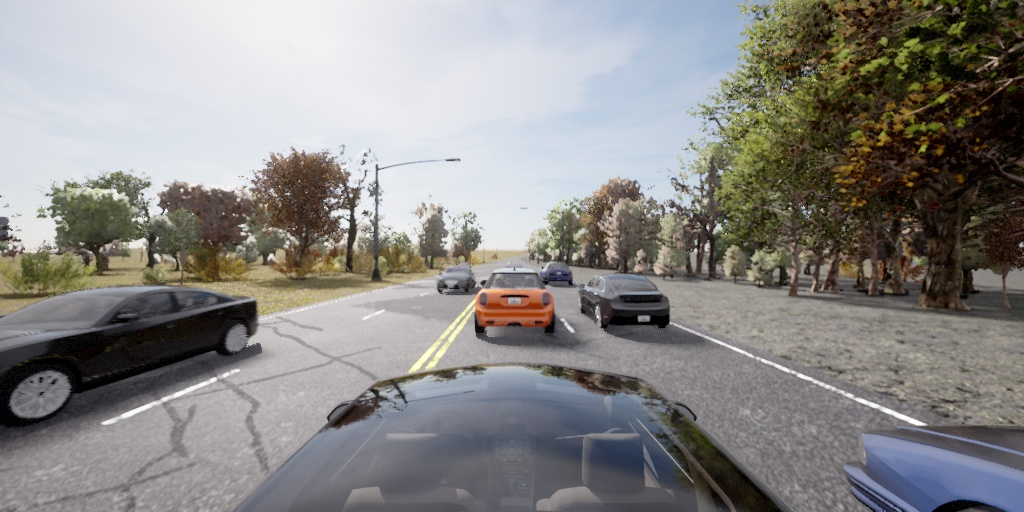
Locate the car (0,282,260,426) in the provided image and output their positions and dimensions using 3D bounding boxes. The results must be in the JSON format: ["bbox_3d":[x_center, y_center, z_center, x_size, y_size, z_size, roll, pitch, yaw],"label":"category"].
[{"bbox_3d":[-6.597,1.253,5.947,1.882,1.535,5.008,0,0,0],"label":"car"}]

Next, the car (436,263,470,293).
[{"bbox_3d":[-3.326,1.366,22.004,2.128,1.511,4.902,0,0,0],"label":"car"}]

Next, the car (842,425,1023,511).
[{"bbox_3d":[3.389,1.261,0.129,2.033,1.411,5.357,1,-1,-1],"label":"car"}]

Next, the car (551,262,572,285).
[{"bbox_3d":[3.373,1.239,27.840,2.097,1.767,4.553,1,0,0],"label":"car"}]

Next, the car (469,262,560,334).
[{"bbox_3d":[0.081,1.158,11.051,2.097,1.767,4.553,0,0,0],"label":"car"}]

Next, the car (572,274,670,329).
[{"bbox_3d":[3.330,1.310,11.458,1.837,1.490,4.892,-1,1,0],"label":"car"}]

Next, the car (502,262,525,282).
[{"bbox_3d":[0.121,1.397,32.685,1.882,1.535,5.008,-2,-1,0],"label":"car"}]
